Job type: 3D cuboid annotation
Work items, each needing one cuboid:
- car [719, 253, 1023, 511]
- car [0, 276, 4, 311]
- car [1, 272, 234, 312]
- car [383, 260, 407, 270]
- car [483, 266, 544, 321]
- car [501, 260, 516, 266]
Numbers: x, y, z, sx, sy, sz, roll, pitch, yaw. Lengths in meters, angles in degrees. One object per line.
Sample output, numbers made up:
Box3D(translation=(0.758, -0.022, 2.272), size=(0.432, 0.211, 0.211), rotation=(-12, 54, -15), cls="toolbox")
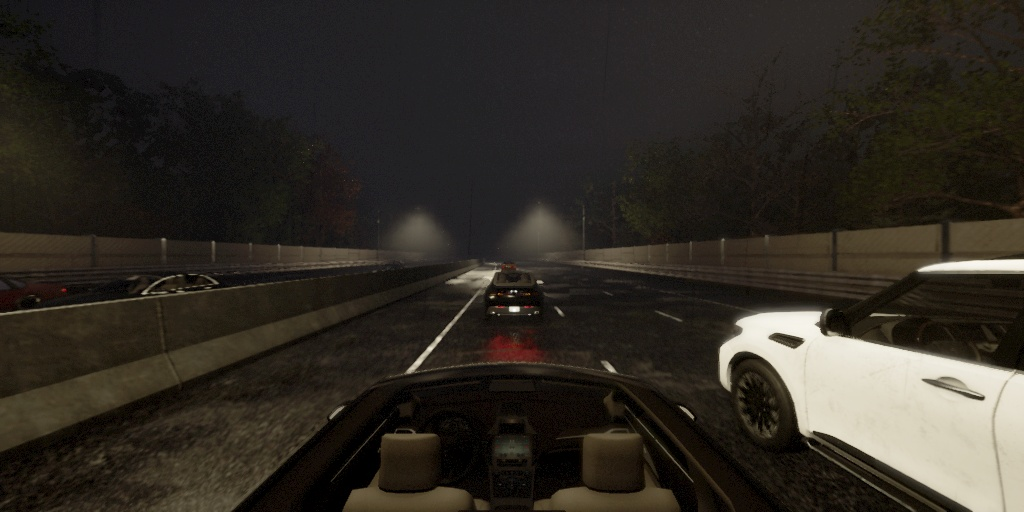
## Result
Box3D(translation=(3.594, 0.971, 1.977), size=(2.150, 2.045, 5.566), rotation=(0, 0, 0), cls="car")
Box3D(translation=(-17.633, 1.303, 11.120), size=(2.033, 1.411, 5.357), rotation=(0, 0, 0), cls="car")
Box3D(translation=(-10.634, 1.260, 10.591), size=(1.837, 1.490, 4.892), rotation=(0, 0, 0), cls="car")
Box3D(translation=(-14.540, 1.285, 44.702), size=(2.128, 1.511, 4.902), rotation=(0, 0, -1), cls="car")
Box3D(translation=(0.054, 1.259, 12.561), size=(1.837, 1.490, 4.892), rotation=(0, 0, 0), cls="car")
Box3D(translation=(-0.437, 1.222, 44.396), size=(1.801, 1.575, 5.366), rotation=(0, 0, -1), cls="car")
